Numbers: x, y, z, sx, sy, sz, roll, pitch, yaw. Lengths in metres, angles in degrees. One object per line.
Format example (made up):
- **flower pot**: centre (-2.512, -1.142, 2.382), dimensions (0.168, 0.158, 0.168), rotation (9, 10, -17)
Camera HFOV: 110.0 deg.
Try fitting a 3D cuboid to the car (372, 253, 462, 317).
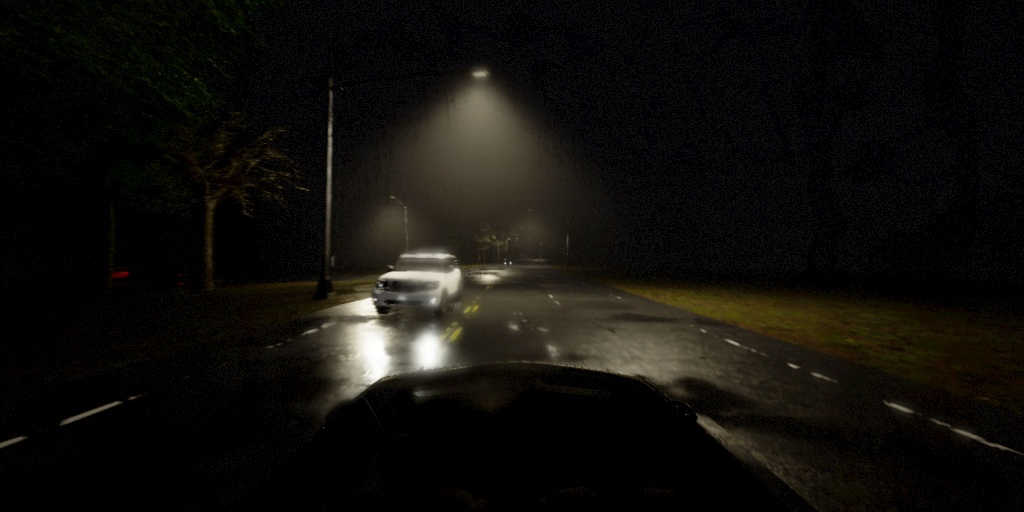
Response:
- **car**: centre (-3.249, 0.913, 13.492), dimensions (2.150, 2.045, 5.566), rotation (1, 0, 0)
